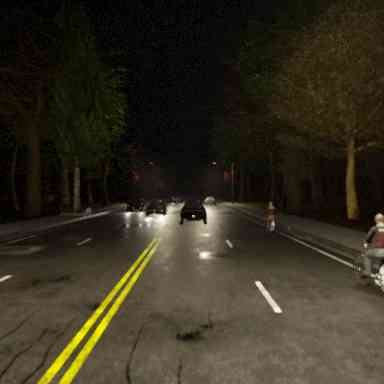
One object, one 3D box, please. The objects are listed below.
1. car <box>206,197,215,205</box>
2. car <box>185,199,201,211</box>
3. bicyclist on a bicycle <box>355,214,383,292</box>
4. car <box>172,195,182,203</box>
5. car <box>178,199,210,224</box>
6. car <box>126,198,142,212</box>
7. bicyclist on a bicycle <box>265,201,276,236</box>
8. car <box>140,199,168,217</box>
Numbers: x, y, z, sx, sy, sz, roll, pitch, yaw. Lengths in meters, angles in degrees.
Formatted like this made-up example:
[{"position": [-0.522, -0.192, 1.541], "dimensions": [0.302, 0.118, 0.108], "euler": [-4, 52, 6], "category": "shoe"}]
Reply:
[{"position": [3.291, 1.657, 61.405], "dimensions": [1.812, 1.442, 4.674], "euler": [0, 0, 0], "category": "car"}, {"position": [0.099, 1.662, 43.245], "dimensions": [1.895, 1.301, 4.718], "euler": [0, 0, 0], "category": "car"}, {"position": [4.143, 1.372, 7.544], "dimensions": [0.659, 1.776, 1.843], "euler": [0, 0, 0], "category": "bicyclist on a bicycle"}, {"position": [-3.388, 1.467, 74.457], "dimensions": [2.097, 1.767, 4.553], "euler": [0, 0, 0], "category": "car"}, {"position": [0.101, 1.498, 25.104], "dimensions": [1.882, 1.535, 5.008], "euler": [0, 0, 0], "category": "car"}, {"position": [-6.593, 1.556, 39.736], "dimensions": [1.837, 1.490, 4.892], "euler": [0, 0, 0], "category": "car"}, {"position": [4.144, 1.380, 17.660], "dimensions": [0.659, 1.776, 1.843], "euler": [0, 0, 0], "category": "bicyclist on a bicycle"}, {"position": [-3.345, 1.581, 32.249], "dimensions": [2.033, 1.411, 5.357], "euler": [0, 0, 0], "category": "car"}]
